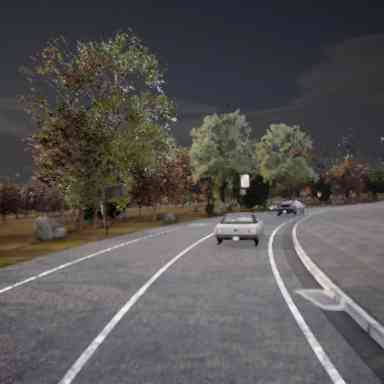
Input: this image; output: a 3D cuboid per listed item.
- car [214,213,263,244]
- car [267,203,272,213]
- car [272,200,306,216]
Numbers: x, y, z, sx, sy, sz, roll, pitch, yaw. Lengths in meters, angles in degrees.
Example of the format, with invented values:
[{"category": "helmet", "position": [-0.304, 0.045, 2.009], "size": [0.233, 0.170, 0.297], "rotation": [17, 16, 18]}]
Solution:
[{"category": "car", "position": [2.384, 1.647, 15.974], "size": [1.895, 1.301, 4.718], "rotation": [-1, -1, 15]}, {"category": "car", "position": [10.567, 1.685, 39.625], "size": [2.128, 1.511, 4.902], "rotation": [-4, -2, 38]}, {"category": "car", "position": [9.783, 1.540, 32.596], "size": [1.837, 1.490, 4.892], "rotation": [-4, -2, 32]}]
